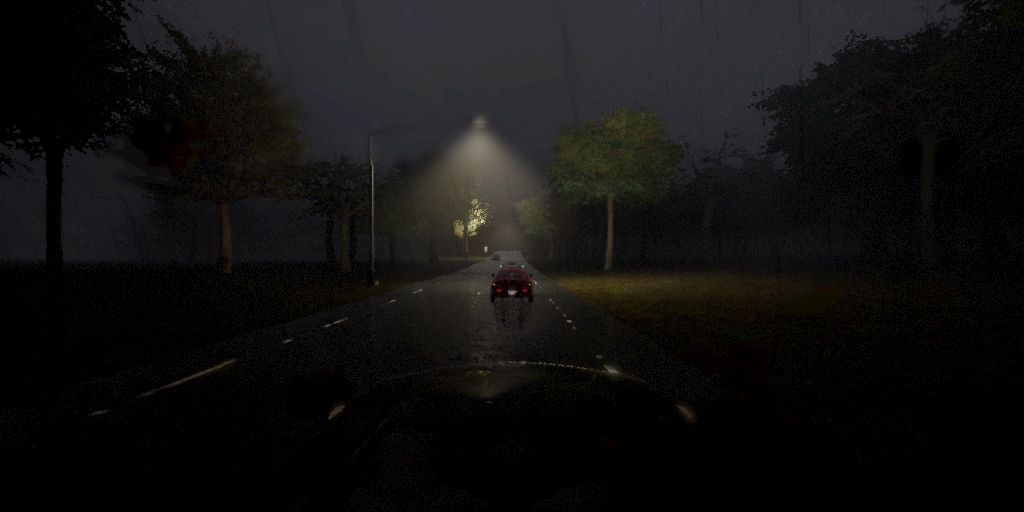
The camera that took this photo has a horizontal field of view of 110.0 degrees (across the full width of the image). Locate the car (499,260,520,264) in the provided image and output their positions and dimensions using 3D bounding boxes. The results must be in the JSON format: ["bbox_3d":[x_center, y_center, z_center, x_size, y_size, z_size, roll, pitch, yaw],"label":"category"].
[{"bbox_3d":[0.000,1.225,31.502,1.837,1.490,4.892,0,0,0],"label":"car"}]

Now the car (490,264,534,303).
[{"bbox_3d":[0.000,1.266,16.501,1.812,1.442,4.674,0,0,0],"label":"car"}]
